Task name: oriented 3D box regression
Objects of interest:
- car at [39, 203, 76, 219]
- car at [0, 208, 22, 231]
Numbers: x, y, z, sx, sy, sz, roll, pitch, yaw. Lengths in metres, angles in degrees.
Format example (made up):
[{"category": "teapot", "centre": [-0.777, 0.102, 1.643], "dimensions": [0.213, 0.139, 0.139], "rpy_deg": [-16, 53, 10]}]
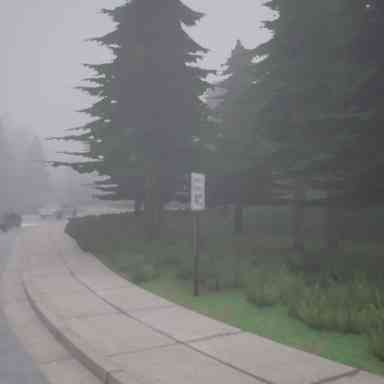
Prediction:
[{"category": "car", "centre": [-12.811, 1.766, 31.877], "dimensions": [1.812, 1.442, 4.674], "rpy_deg": [0, -1, 7]}, {"category": "car", "centre": [-12.373, 1.693, 21.287], "dimensions": [1.994, 1.385, 4.181], "rpy_deg": [1, -1, -13]}]
